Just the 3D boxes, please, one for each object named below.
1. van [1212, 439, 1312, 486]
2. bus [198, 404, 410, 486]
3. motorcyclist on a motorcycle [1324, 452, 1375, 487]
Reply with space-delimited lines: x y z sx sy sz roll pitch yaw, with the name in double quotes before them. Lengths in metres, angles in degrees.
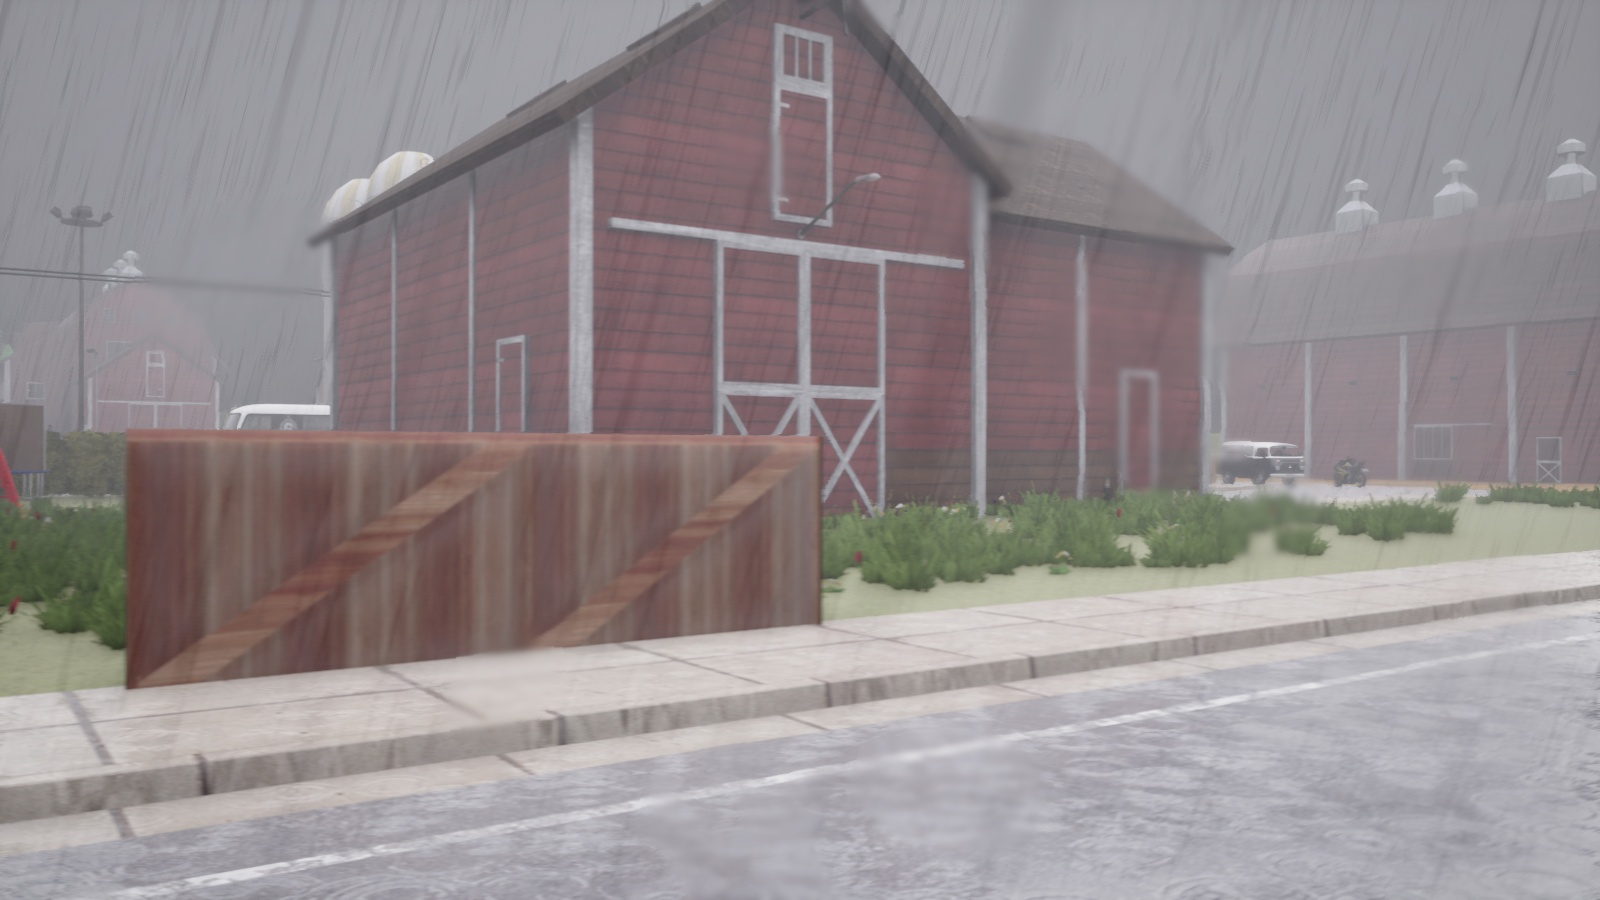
"van" 20.796 0.558 56.773 2.069 2.038 4.480 0 0 -14
"bus" -27.440 -0.263 69.745 10.273 4.253 3.944 0 0 -36
"motorcyclist on a motorcycle" 24.559 0.855 56.176 0.866 1.530 2.191 0 0 -16
